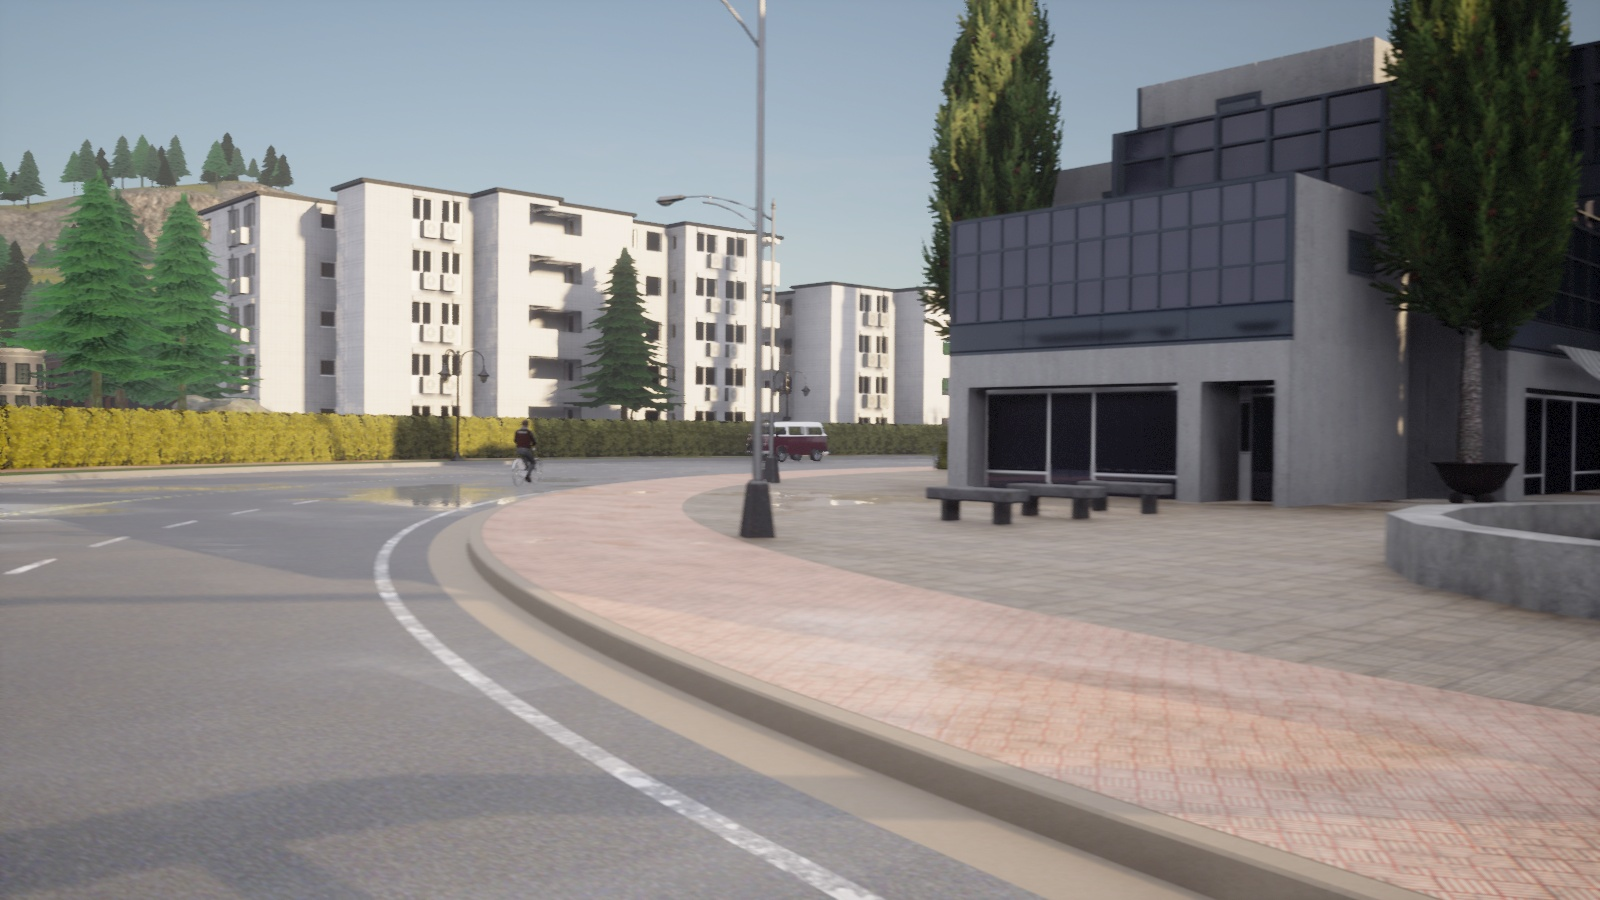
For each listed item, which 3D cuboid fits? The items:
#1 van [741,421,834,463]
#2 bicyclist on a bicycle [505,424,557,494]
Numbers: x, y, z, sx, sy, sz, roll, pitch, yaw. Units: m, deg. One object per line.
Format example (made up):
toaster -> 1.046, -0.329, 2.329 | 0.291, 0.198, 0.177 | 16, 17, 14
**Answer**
van -> -0.601, -0.407, 63.384 | 4.480, 2.038, 2.069 | -1, 1, -43
bicyclist on a bicycle -> -7.075, 0.213, 33.141 | 0.659, 1.776, 1.843 | 0, 1, 11
